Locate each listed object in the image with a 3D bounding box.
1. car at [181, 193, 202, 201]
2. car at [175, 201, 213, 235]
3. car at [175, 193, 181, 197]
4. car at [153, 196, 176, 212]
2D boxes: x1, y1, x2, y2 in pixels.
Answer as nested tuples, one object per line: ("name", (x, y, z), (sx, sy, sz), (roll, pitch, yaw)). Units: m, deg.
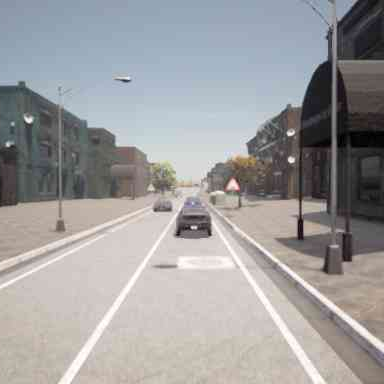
("car", (0.098, 1.193, 37.618), (2.097, 1.767, 4.553), (-1, 2, 0))
("car", (0.102, 1.470, 18.588), (1.837, 1.490, 4.892), (0, 0, 0))
("car", (-2.992, 0.864, 77.593), (1.812, 1.442, 4.674), (0, 0, 0))
("car", (-3.090, 1.419, 36.088), (1.994, 1.385, 4.181), (0, 2, 0))
